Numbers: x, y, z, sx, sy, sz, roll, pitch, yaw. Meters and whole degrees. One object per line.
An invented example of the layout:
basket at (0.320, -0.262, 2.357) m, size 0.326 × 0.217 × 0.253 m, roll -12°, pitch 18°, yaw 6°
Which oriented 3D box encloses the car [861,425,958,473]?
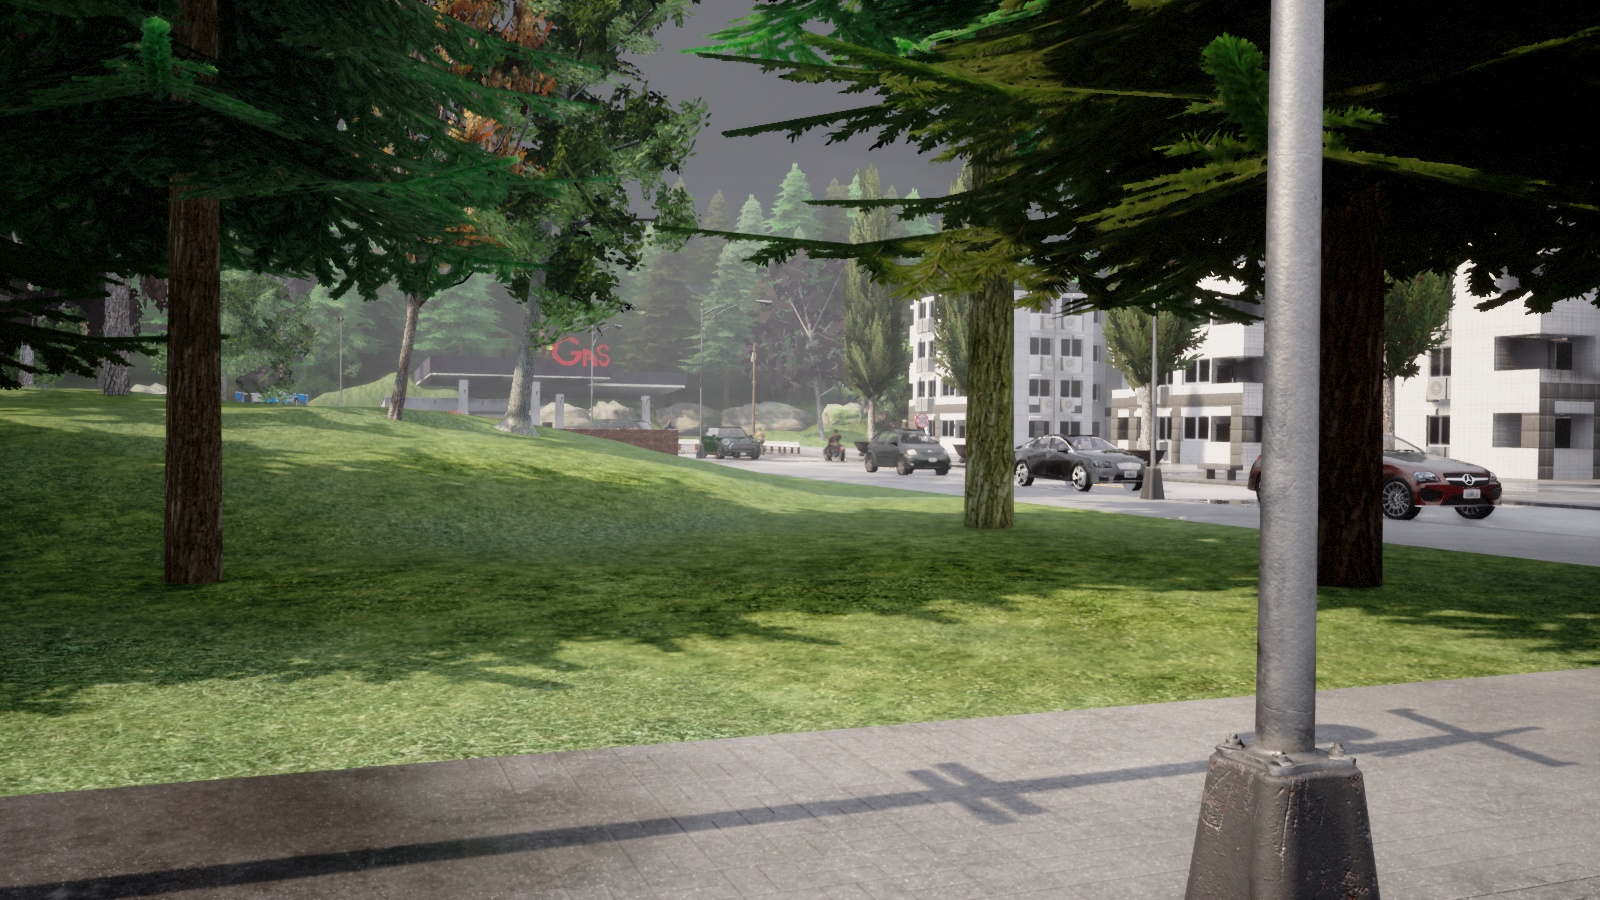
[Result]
car at (3.820, -0.069, 44.485) m, size 1.851 × 1.617 × 3.988 m, roll -1°, pitch 1°, yaw -21°

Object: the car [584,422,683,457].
car at (-10.069, -0.608, 75.884) m, size 5.566 × 2.045 × 2.150 m, roll 0°, pitch 1°, yaw 21°

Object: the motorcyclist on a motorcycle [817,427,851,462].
motorcyclist on a motorcycle at (1.649, -0.269, 61.469) m, size 0.766 × 1.649 × 2.350 m, roll -1°, pitch 1°, yaw -21°

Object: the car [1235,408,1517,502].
car at (11.236, 0.049, 24.984) m, size 2.152 × 1.651 × 5.027 m, roll -1°, pitch 1°, yaw -21°

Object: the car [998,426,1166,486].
car at (7.614, 0.111, 34.497) m, size 2.128 × 1.511 × 4.902 m, roll -1°, pitch 1°, yaw -21°

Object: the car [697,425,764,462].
car at (-3.566, -0.345, 63.955) m, size 2.097 × 1.767 × 4.553 m, roll -1°, pitch 1°, yaw -21°
